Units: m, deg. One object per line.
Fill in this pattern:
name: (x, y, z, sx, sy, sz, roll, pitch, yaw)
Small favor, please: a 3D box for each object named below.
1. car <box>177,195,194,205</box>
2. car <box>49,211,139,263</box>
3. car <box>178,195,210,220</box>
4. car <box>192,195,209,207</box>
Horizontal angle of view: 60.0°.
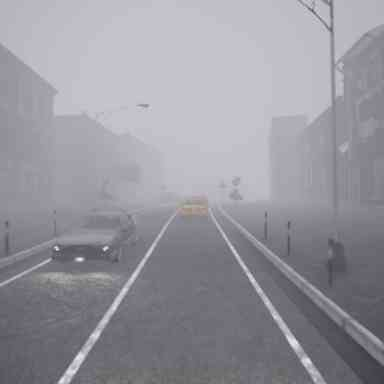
car: (-0.918, 1.234, 52.055, 1.837, 1.490, 4.892, 0, -1, 9)
car: (-3.093, 1.420, 11.812, 2.033, 1.411, 5.357, 0, 1, 0)
car: (0.159, 1.086, 23.873, 1.801, 1.575, 5.366, 0, 1, 1)
car: (1.156, 1.109, 42.616, 1.837, 1.490, 4.892, 0, -1, 5)
